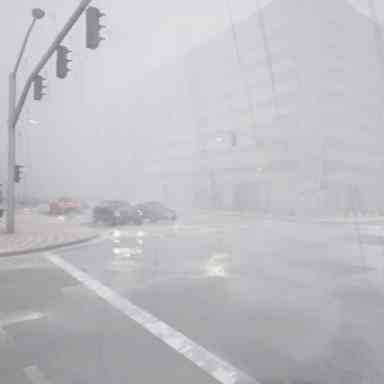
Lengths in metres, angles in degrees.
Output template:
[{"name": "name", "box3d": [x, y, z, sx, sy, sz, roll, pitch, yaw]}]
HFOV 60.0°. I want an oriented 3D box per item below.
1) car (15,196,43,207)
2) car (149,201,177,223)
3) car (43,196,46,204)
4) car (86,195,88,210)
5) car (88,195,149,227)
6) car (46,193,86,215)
[{"name": "car", "box3d": [-23.137, 1.348, 47.220, 2.128, 1.511, 4.902, 1, 0, -36]}, {"name": "car", "box3d": [-3.008, 1.495, 25.647, 2.128, 1.511, 4.902, 1, 0, -36]}, {"name": "car", "box3d": [-25.436, 1.426, 56.391, 1.812, 1.442, 4.674, 1, 0, -36]}, {"name": "car", "box3d": [-14.209, 1.459, 40.943, 1.812, 1.442, 4.674, 1, 0, -36]}, {"name": "car", "box3d": [-5.076, 1.320, 22.513, 2.097, 1.767, 4.553, 1, 0, -36]}, {"name": "car", "box3d": [-12.557, 1.275, 32.919, 2.097, 1.767, 4.553, 1, 0, -36]}]
